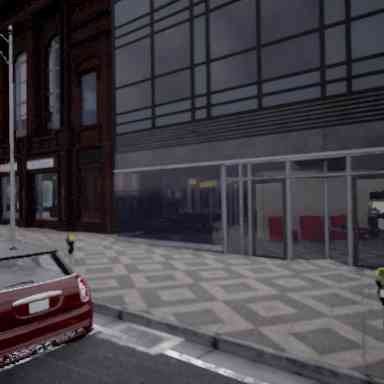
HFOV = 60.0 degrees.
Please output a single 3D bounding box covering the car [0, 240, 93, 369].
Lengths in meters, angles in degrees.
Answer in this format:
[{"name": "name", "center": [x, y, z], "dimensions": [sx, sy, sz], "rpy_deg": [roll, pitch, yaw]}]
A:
[{"name": "car", "center": [-3.526, 1.500, 5.374], "dimensions": [4.097, 1.590, 1.967], "rpy_deg": [-1, -1, 36]}]
